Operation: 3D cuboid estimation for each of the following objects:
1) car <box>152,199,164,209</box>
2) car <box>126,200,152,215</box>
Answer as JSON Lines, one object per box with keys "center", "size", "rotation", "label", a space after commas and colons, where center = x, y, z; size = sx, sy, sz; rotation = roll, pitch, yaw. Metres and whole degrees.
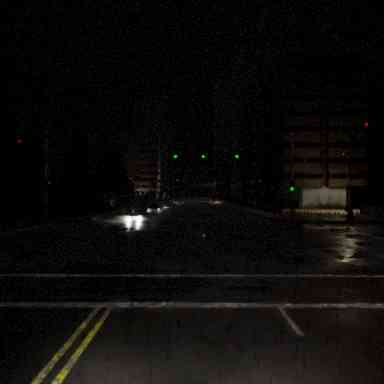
{"center": [-6.112, 1.990, 55.888], "size": [1.882, 1.535, 5.008], "rotation": [0, -1, 1], "label": "car"}
{"center": [-6.326, 1.843, 38.379], "size": [2.128, 1.511, 4.902], "rotation": [0, -1, 1], "label": "car"}
